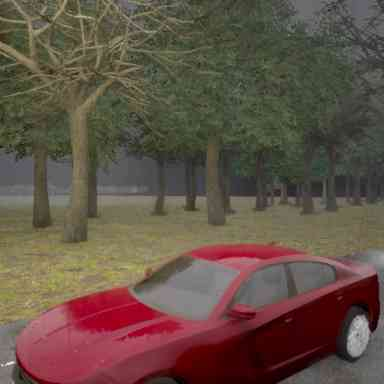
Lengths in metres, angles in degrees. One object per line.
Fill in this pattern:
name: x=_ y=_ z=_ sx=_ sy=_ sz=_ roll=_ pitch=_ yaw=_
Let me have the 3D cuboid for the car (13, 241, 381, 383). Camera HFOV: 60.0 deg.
car: x=0.496 y=1.478 z=4.340 sx=5.008 sy=1.535 sz=1.882 roll=0 pitch=0 yaw=-35
